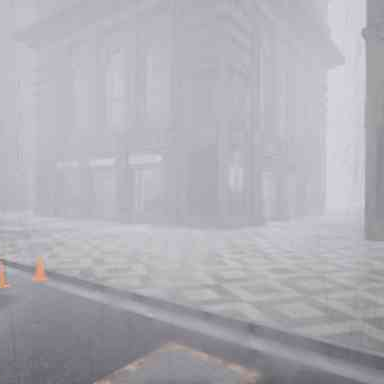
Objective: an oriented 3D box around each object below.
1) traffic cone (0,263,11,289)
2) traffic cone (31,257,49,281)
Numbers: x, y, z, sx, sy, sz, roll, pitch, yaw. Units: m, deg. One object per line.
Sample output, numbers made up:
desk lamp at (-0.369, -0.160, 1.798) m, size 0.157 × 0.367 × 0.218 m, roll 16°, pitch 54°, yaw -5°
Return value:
traffic cone at (-4.640, 2.010, 8.057) m, size 0.340 × 0.580 × 0.340 m, roll 0°, pitch -1°, yaw 37°
traffic cone at (-4.043, 2.022, 8.859) m, size 0.340 × 0.580 × 0.340 m, roll 0°, pitch -1°, yaw 37°
